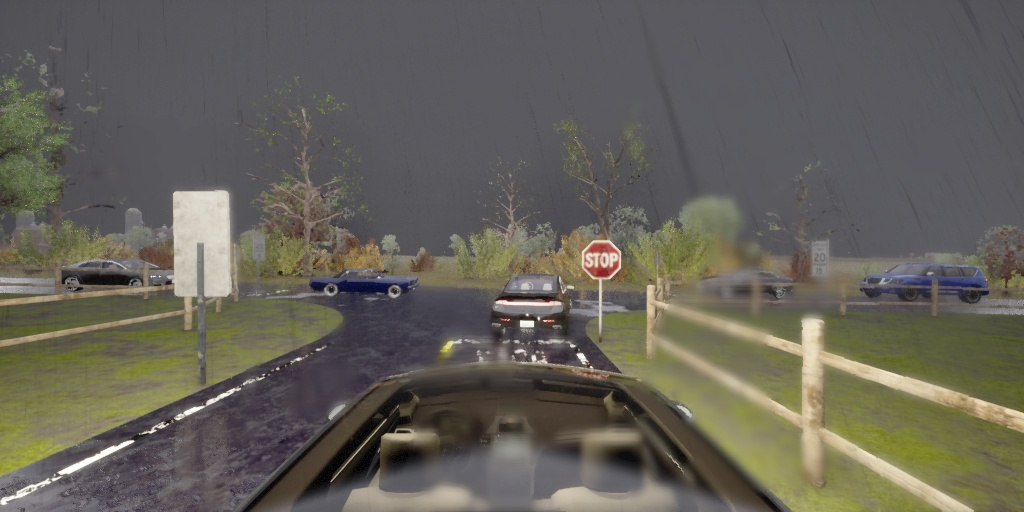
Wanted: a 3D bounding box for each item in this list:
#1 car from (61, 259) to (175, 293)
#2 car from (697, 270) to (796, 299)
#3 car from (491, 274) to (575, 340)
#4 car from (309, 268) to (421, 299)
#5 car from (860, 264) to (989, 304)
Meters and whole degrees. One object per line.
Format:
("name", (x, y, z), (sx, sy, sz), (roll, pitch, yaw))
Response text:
("car", (-18.493, 0.885, 17.101), (4.902, 1.511, 2.128), (1, 1, 0))
("car", (13.000, 1.525, 20.017), (4.902, 1.511, 2.128), (1, 1, 0))
("car", (0.705, 1.240, 10.057), (2.128, 1.511, 4.902), (0, 0, 9))
("car", (-6.825, 1.248, 17.087), (4.718, 1.301, 1.895), (1, 1, 0))
("car", (22.896, 1.466, 20.008), (5.566, 2.045, 2.150), (1, 1, 0))
